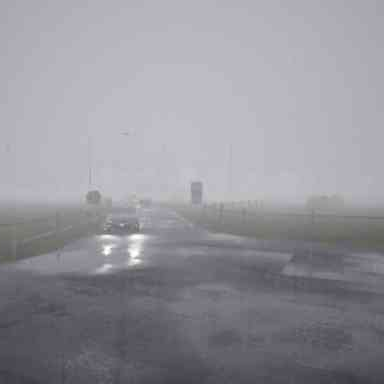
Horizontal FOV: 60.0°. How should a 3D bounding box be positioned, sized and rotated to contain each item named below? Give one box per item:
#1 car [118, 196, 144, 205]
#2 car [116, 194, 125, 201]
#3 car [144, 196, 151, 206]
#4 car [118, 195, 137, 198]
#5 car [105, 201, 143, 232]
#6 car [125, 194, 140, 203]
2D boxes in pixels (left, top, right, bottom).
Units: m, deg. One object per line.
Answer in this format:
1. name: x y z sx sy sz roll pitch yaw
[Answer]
1. car: -5.956 1.494 32.578 1.882 1.535 5.008 0 0 -10
2. car: -12.496 1.147 59.453 1.812 1.442 4.674 0 0 -18
3. car: -7.765 1.460 53.477 1.882 1.535 5.008 0 0 -16
4. car: -8.497 1.493 44.854 2.128 1.511 4.902 0 0 -14
5. car: -4.100 1.526 20.279 1.837 1.490 4.892 0 0 -8
6. car: -11.894 1.300 66.114 2.097 1.767 4.553 0 0 -20
